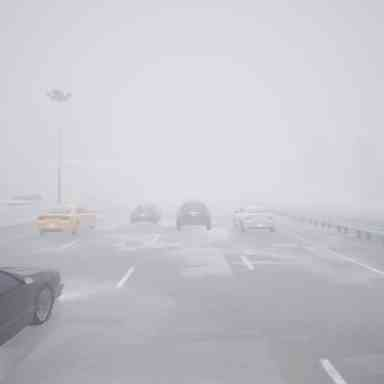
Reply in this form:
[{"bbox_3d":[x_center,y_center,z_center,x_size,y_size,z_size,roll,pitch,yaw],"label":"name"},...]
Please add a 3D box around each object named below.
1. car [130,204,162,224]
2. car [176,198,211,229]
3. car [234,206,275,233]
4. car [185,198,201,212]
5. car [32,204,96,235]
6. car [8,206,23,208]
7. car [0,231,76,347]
[{"bbox_3d":[-3.389,1.568,25.119,1.994,1.385,4.181,0,0,0],"label":"car"},{"bbox_3d":[0.111,1.355,21.739,2.097,1.767,4.553,0,0,0],"label":"car"},{"bbox_3d":[3.608,1.528,19.769,1.812,1.442,4.674,0,0,0],"label":"car"},{"bbox_3d":[0.118,1.510,40.684,1.837,1.490,4.892,0,0,0],"label":"car"},{"bbox_3d":[-6.891,1.481,18.809,1.882,1.535,5.008,0,0,0],"label":"car"},{"bbox_3d":[-17.579,1.227,35.133,2.150,2.045,5.566,0,0,0],"label":"car"},{"bbox_3d":[-3.398,1.548,4.005,2.033,1.411,5.357,0,0,0],"label":"car"}]
